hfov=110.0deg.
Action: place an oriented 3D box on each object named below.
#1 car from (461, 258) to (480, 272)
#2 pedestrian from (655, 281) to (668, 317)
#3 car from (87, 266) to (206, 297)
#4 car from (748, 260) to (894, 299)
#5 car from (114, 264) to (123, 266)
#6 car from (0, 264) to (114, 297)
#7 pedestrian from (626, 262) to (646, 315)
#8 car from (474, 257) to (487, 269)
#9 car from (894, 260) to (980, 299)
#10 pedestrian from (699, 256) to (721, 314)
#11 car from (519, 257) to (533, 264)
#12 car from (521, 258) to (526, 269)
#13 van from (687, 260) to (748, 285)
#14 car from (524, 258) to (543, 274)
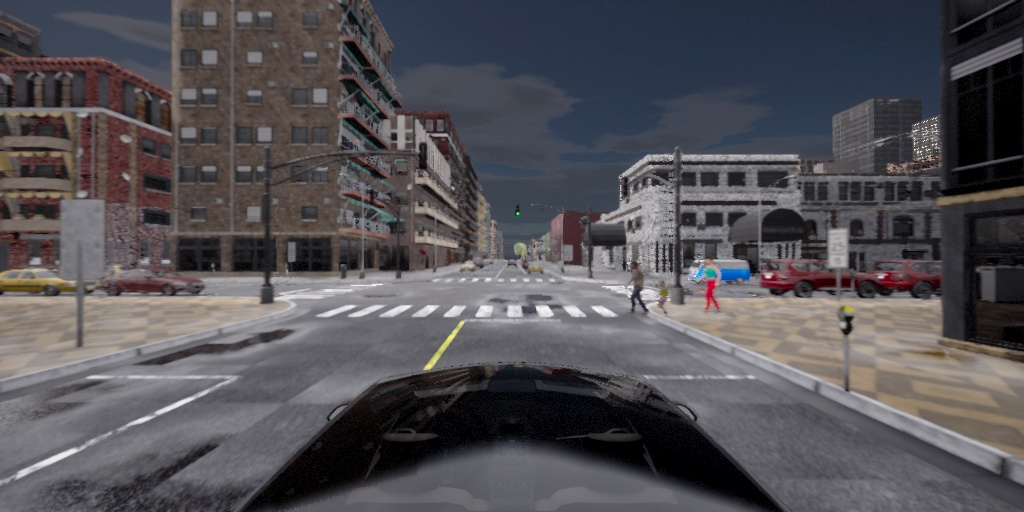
[{"bbox_3d":[-5.674,1.316,46.846,1.751,1.417,4.829,0,0,0],"label":"car"},{"bbox_3d":[4.565,1.272,10.778,0.500,1.100,0.500,0,0,0],"label":"pedestrian"},{"bbox_3d":[-17.461,1.282,17.502,4.207,1.307,1.802,0,0,0],"label":"car"},{"bbox_3d":[14.926,1.105,17.569,5.009,1.841,2.192,0,0,0],"label":"car"},{"bbox_3d":[-28.975,1.248,25.859,4.829,1.417,1.751,0,0,0],"label":"car"},{"bbox_3d":[-22.953,1.215,17.491,4.829,1.417,1.751,0,0,0],"label":"car"},{"bbox_3d":[4.152,1.048,11.981,0.375,1.860,0.375,0,0,0],"label":"pedestrian"},{"bbox_3d":[-5.670,1.122,58.094,2.192,1.841,5.009,0,0,0],"label":"car"},{"bbox_3d":[20.450,1.123,17.580,5.009,1.841,2.192,0,0,0],"label":"car"},{"bbox_3d":[6.299,0.895,11.380,0.375,1.860,0.375,0,0,0],"label":"pedestrian"},{"bbox_3d":[2.711,1.122,58.092,2.192,1.841,5.009,0,0,0],"label":"car"},{"bbox_3d":[2.709,1.380,52.553,1.802,1.307,4.207,0,0,0],"label":"car"},{"bbox_3d":[14.906,1.173,25.949,3.998,1.789,1.690,0,0,0],"label":"van"},{"bbox_3d":[2.705,1.309,41.645,1.751,1.417,4.829,0,0,0],"label":"car"}]
